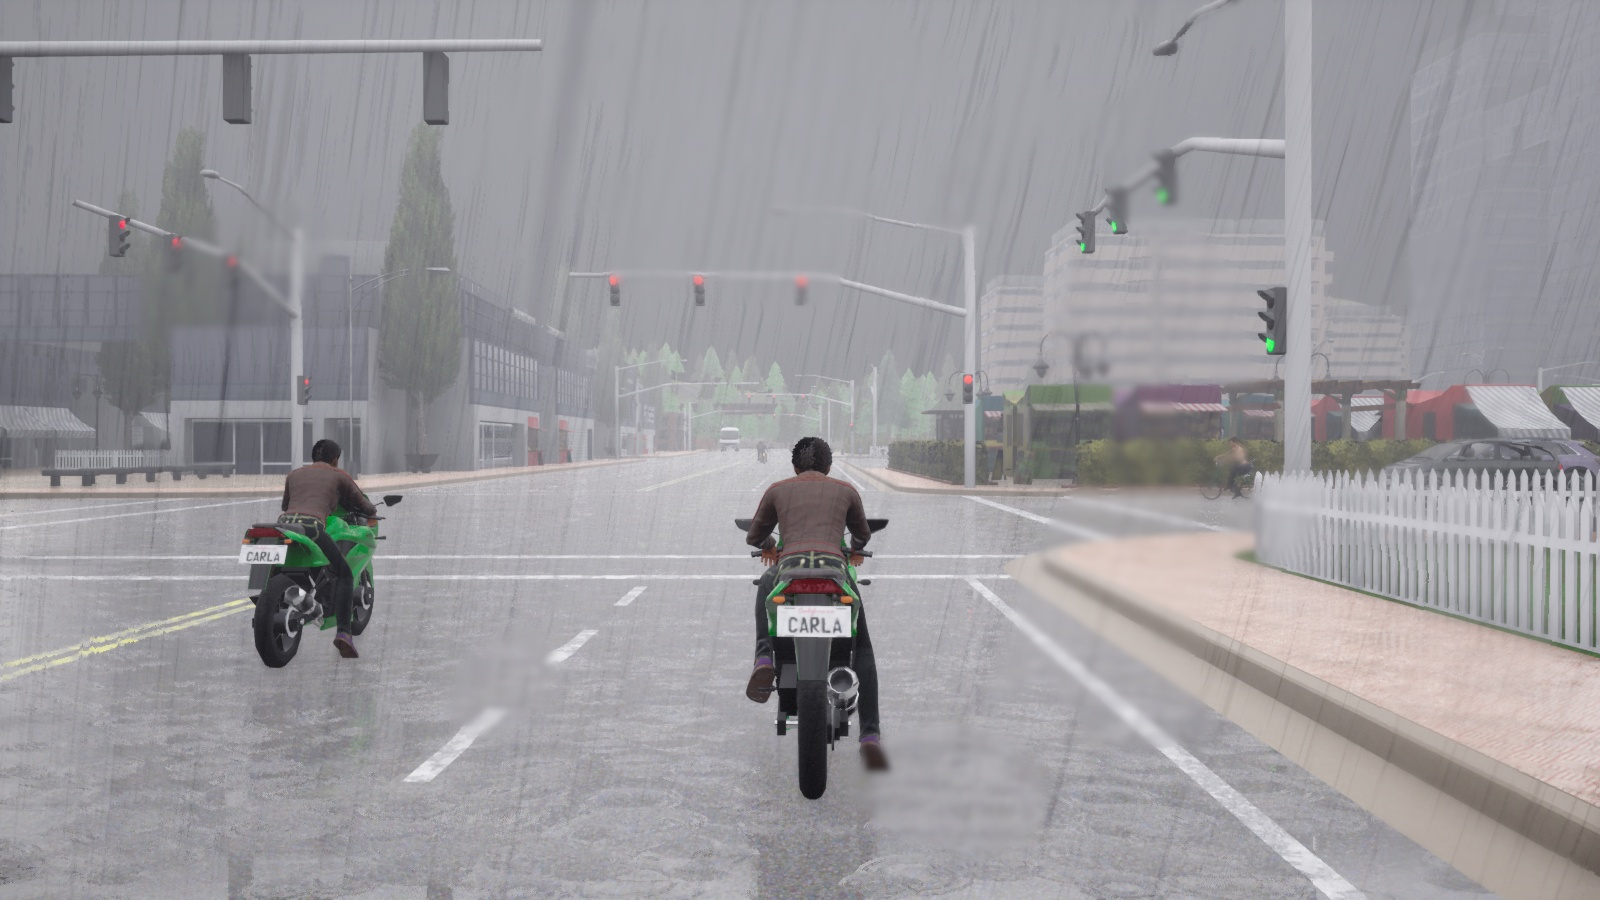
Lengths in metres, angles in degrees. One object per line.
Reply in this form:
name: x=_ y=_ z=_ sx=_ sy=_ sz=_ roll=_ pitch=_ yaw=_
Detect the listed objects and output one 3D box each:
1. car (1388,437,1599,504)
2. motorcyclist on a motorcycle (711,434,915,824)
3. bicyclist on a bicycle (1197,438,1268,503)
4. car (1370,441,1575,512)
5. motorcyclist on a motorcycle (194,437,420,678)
car: x=17.933 y=0.510 z=32.101 sx=4.856 sy=1.649 sz=2.033 roll=0 pitch=0 yaw=-1
motorcyclist on a motorcycle: x=0.056 y=0.695 z=5.932 sx=0.797 sy=1.523 sz=2.044 roll=0 pitch=0 yaw=0
bicyclist on a bicycle: x=11.005 y=0.511 z=31.967 sx=1.509 sy=1.612 sz=0.866 roll=0 pitch=0 yaw=-1
car: x=15.225 y=0.576 z=28.550 sx=3.705 sy=1.549 sz=1.789 roll=0 pitch=0 yaw=-1
motorcyclist on a motorcycle: x=-3.424 y=0.675 z=8.958 sx=0.797 sy=1.523 sz=2.044 roll=0 pitch=0 yaw=0
